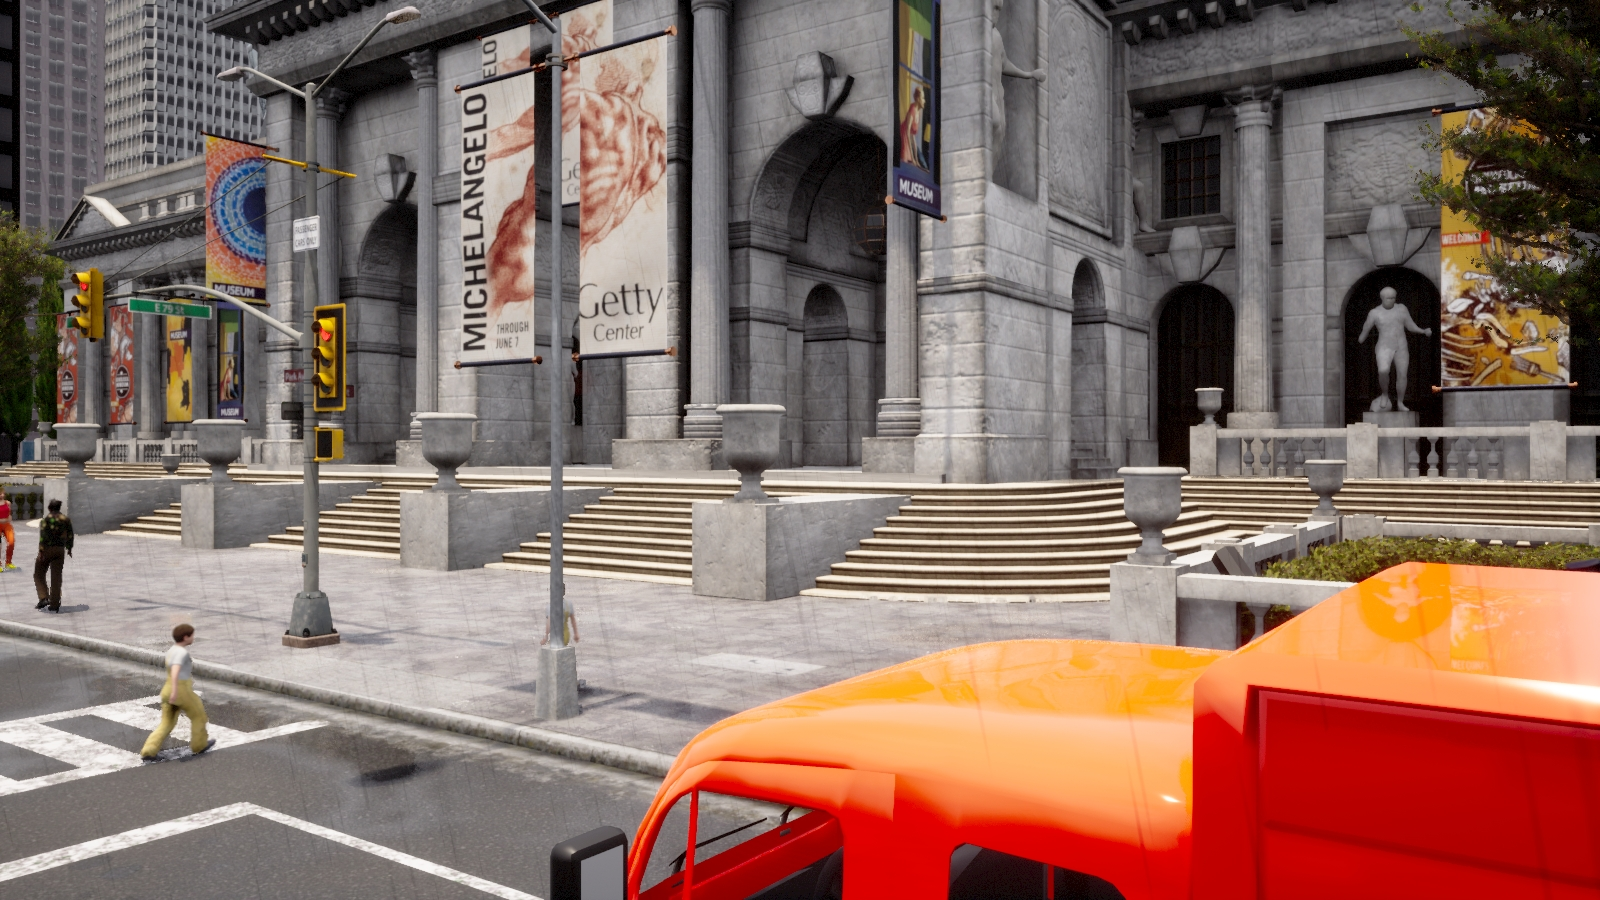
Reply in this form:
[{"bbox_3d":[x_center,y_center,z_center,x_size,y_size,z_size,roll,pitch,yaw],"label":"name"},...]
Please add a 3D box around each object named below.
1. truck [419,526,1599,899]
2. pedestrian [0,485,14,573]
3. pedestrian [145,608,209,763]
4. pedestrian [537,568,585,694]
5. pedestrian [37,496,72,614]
[{"bbox_3d":[1.935,1.568,2.414,5.204,2.467,2.627,0,0,35],"label":"truck"},{"bbox_3d":[-17.139,1.685,24.499,0.375,1.860,0.375,0,0,35],"label":"pedestrian"},{"bbox_3d":[-5.654,2.124,10.374,0.375,1.300,0.375,0,0,33],"label":"pedestrian"},{"bbox_3d":[-2.617,1.972,12.513,0.375,1.300,0.375,0,0,21],"label":"pedestrian"},{"bbox_3d":[-12.094,1.688,18.530,0.375,1.860,0.375,0,0,39],"label":"pedestrian"}]
